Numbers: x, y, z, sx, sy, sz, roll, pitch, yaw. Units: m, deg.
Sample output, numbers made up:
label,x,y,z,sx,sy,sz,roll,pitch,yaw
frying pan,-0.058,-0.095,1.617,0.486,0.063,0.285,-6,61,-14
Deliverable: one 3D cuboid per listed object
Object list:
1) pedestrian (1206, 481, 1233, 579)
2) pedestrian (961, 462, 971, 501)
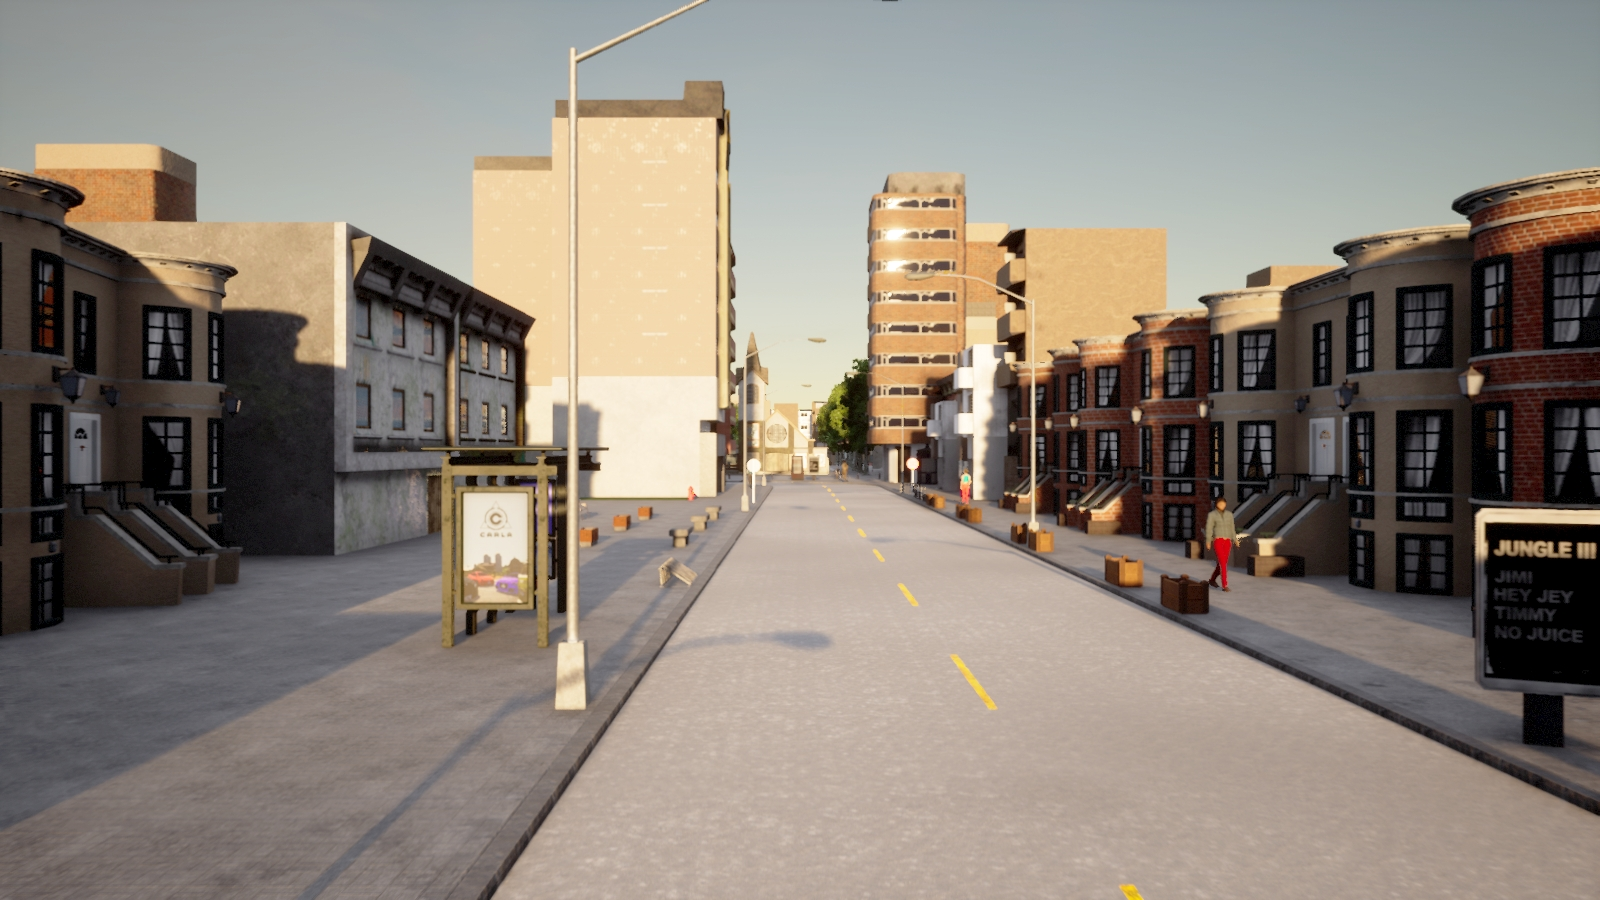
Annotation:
label,x,y,z,sx,sy,sz,roll,pitch,yaw
pedestrian,8.051,1.525,21.930,0.375,1.860,0.375,0,0,0
pedestrian,8.001,1.525,55.106,0.375,1.860,0.375,0,0,-3
